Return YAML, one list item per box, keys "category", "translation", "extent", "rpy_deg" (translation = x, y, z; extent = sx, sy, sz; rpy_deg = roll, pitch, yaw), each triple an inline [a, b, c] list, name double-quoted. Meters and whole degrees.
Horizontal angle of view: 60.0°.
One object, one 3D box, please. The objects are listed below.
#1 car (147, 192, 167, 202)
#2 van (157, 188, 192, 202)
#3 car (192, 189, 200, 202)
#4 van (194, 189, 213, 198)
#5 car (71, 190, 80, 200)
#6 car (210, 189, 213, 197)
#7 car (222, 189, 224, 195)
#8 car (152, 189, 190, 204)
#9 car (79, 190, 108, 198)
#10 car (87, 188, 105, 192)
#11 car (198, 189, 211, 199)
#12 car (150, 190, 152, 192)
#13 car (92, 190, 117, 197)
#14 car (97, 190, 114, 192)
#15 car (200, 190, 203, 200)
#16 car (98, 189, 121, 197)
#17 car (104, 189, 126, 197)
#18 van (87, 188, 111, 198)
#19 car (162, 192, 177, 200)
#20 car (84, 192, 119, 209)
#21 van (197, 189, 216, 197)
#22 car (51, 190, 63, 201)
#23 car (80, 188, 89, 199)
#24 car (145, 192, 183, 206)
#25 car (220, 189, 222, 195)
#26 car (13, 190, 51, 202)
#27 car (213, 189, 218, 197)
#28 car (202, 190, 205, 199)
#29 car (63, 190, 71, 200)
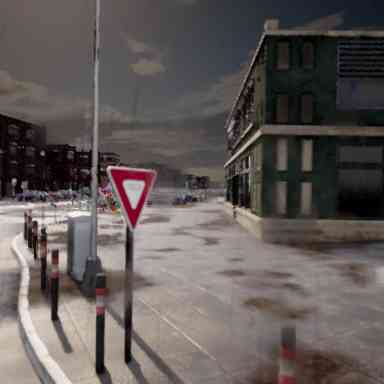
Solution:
- category: "car"
  translation: [-6.054, 0.831, 57.785]
  extent: [2.128, 1.511, 4.902]
  rpy_deg: [1, 1, 11]
- category: "van"
  translation: [-2.685, 0.767, 51.015]
  extent: [4.442, 1.987, 1.878]
  rpy_deg: [1, 1, 10]
- category: "car"
  translation: [-1.554, 0.792, 56.335]
  extent: [4.553, 1.767, 2.185]
  rpy_deg: [1, 1, 10]
- category: "van"
  translation: [2.846, 0.322, 80.955]
  extent: [4.442, 1.987, 1.878]
  rpy_deg: [1, 1, 10]
- category: "car"
  translation: [-22.044, 0.451, 56.375]
  extent: [4.553, 1.767, 2.185]
  rpy_deg: [1, 1, 10]
- category: "car"
  translation: [0.936, 0.453, 70.130]
  extent: [5.566, 2.045, 2.435]
  rpy_deg: [1, 1, 10]
- category: "car"
  translation: [5.457, 0.129, 94.602]
  extent: [5.566, 2.045, 2.435]
  rpy_deg: [1, 1, 10]
- category: "car"
  translation: [-3.069, 0.903, 48.131]
  extent: [4.553, 1.767, 2.185]
  rpy_deg: [1, 1, 10]
- category: "car"
  translation: [-19.898, 0.419, 67.199]
  extent: [5.366, 1.575, 1.946]
  rpy_deg: [1, 1, 10]
- category: "car"
  translation: [-20.603, 0.207, 64.522]
  extent: [5.566, 2.045, 2.435]
  rpy_deg: [1, 1, 10]
- category: "car"
  translation: [0.615, 0.748, 67.240]
  extent: [5.366, 1.575, 1.946]
  rpy_deg: [1, 1, 10]
- category: "car"
  translation: [-7.849, 0.821, 48.042]
  extent: [2.097, 1.767, 4.553]
  rpy_deg: [1, 1, 11]
- category: "car"
  translation: [-19.089, 0.338, 72.657]
  extent: [5.008, 1.535, 2.097]
  rpy_deg: [1, 1, 10]
- category: "car"
  translation: [-11.281, 0.915, 46.026]
  extent: [1.882, 1.535, 5.008]
  rpy_deg: [1, 1, 11]
- category: "car"
  translation: [-1.064, 0.873, 59.200]
  extent: [5.008, 1.535, 2.097]
  rpy_deg: [1, 1, 10]
- category: "car"
  translation: [-18.613, 0.172, 75.371]
  extent: [4.553, 1.767, 2.185]
  rpy_deg: [1, 1, 10]
- category: "car"
  translation: [-18.115, 0.135, 78.082]
  extent: [4.553, 1.767, 2.185]
  rpy_deg: [1, 1, 10]
- category: "van"
  translation: [-19.464, 0.154, 69.919]
  extent: [4.442, 1.987, 1.878]
  rpy_deg: [1, 1, 10]
- category: "car"
  translation: [-4.501, 0.768, 66.497]
  extent: [1.994, 1.385, 4.181]
  rpy_deg: [1, 1, 10]
- category: "car"
  translation: [-9.602, 1.073, 36.799]
  extent: [2.128, 1.511, 4.902]
  rpy_deg: [1, 1, 7]
- category: "van"
  translation: [3.580, 0.291, 83.643]
  extent: [4.442, 1.987, 1.878]
  rpy_deg: [1, 1, 10]
- category: "car"
  translation: [-23.079, 0.644, 50.961]
  extent: [5.008, 1.535, 2.097]
  rpy_deg: [1, 1, 10]
- category: "car"
  translation: [-21.583, 0.541, 59.100]
  extent: [4.892, 1.521, 2.231]
  rpy_deg: [1, 1, 10]
- category: "car"
  translation: [-4.119, 1.109, 42.799]
  extent: [4.792, 1.488, 2.163]
  rpy_deg: [1, 1, 10]
- category: "car"
  translation: [4.969, 0.414, 91.867]
  extent: [4.892, 1.521, 2.231]
  rpy_deg: [1, 1, 10]
- category: "car"
  translation: [-23.540, 0.548, 48.236]
  extent: [4.553, 1.767, 2.185]
  rpy_deg: [1, 1, 10]
- category: "car"
  translation: [2.484, 0.337, 78.194]
  extent: [5.566, 2.045, 2.435]
  rpy_deg: [1, 1, 10]
- category: "car"
  translation: [-0.571, 0.834, 61.808]
  extent: [4.892, 1.521, 2.231]
  rpy_deg: [1, 1, 10]
- category: "car"
  translation: [-22.573, 0.650, 53.671]
  extent: [4.674, 1.452, 2.002]
  rpy_deg: [1, 1, 10]
